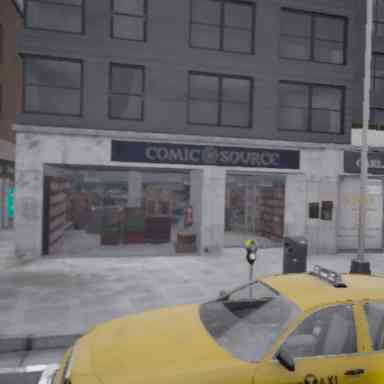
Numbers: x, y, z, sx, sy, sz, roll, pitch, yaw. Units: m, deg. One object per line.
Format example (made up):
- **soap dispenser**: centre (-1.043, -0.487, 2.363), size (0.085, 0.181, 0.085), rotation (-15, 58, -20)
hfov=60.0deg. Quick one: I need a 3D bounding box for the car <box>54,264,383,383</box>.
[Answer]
- **car**: centre (1.143, 1.488, 3.456), size (4.829, 1.417, 1.752), rotation (1, 1, -12)
